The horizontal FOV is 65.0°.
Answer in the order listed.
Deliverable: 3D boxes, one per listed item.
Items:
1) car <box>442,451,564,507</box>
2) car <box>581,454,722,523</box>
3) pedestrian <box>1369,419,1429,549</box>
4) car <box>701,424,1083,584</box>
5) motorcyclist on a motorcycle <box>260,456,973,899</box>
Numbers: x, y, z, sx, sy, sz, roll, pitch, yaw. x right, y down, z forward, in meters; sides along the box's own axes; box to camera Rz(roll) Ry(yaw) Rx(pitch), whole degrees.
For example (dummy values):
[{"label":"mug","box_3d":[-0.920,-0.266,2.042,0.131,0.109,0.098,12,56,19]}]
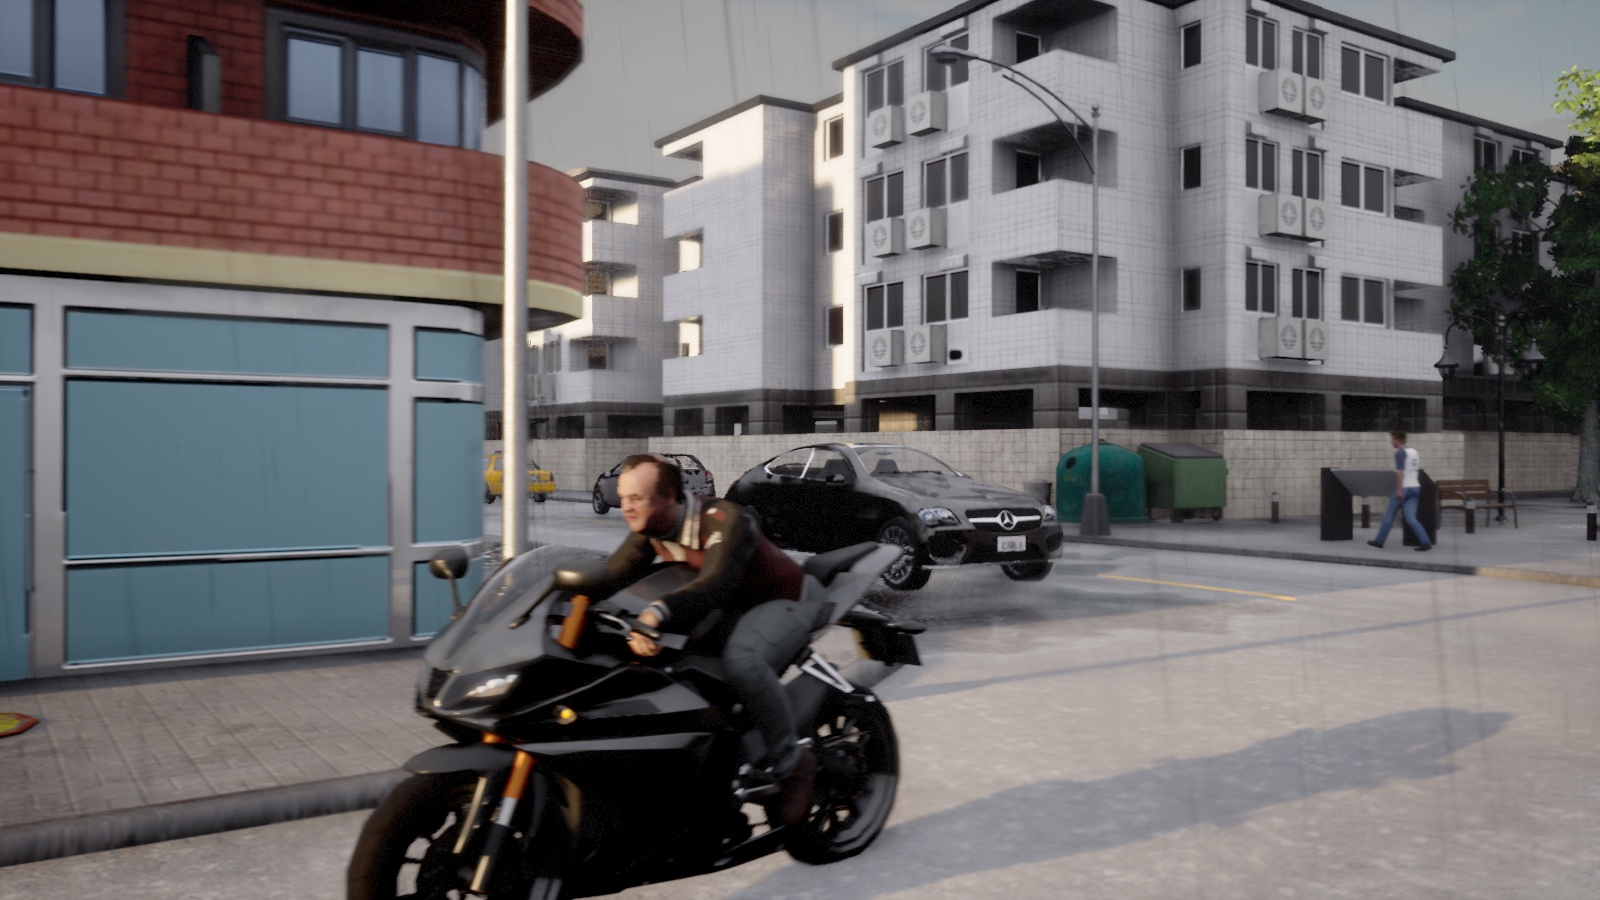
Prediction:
[{"label":"car","box_3d":[-9.015,0.815,37.777,1.801,1.575,5.366,0,0,-34]},{"label":"car","box_3d":[-3.557,0.853,29.619,1.845,1.501,3.633,0,0,-34]},{"label":"pedestrian","box_3d":[8.684,0.486,18.207,0.354,1.836,0.706,0,0,-29]},{"label":"car","box_3d":[0.922,0.567,15.690,2.152,1.651,5.027,0,0,-33]},{"label":"motorcyclist on a motorcycle","box_3d":[-0.460,0.793,4.062,0.866,1.530,2.191,-2,-1,44]}]
